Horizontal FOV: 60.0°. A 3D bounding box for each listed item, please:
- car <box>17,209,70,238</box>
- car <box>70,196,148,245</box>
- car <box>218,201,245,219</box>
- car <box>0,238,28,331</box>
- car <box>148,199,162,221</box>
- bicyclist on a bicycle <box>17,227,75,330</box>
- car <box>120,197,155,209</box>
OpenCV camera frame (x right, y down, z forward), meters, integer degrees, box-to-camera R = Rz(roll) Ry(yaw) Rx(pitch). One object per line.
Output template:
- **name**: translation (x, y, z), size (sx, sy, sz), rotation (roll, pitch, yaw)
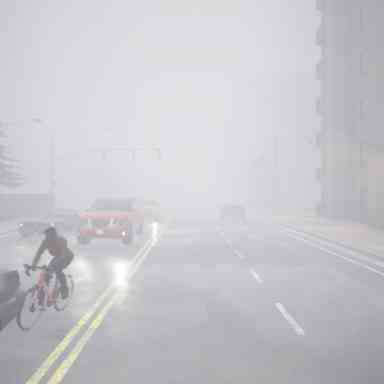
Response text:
- **car**: translation (-7.159, 1.601, 17.490), size (1.895, 1.301, 4.718), rotation (0, 0, 0)
- **car**: translation (-3.657, 1.220, 15.890), size (2.150, 2.045, 5.566), rotation (0, 0, 0)
- **car**: translation (3.358, 1.478, 28.811), size (1.882, 1.535, 5.008), rotation (0, 0, 0)
- **car**: translation (-3.613, 1.548, 3.099), size (2.033, 1.411, 5.357), rotation (0, 0, 0)
- **car**: translation (-3.635, 1.352, 27.381), size (2.097, 1.767, 4.553), rotation (0, 0, 0)
- **bicyclist on a bicycle**: translation (-2.472, 1.429, 5.857), size (0.582, 1.620, 1.656), rotation (5, -1, 9)
- **car**: translation (-7.538, 1.478, 45.801), size (5.008, 1.535, 1.882), rotation (0, 0, 38)
